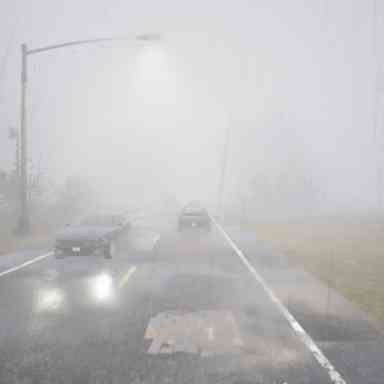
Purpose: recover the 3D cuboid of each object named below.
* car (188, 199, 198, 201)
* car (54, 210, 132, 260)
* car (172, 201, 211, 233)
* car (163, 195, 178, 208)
[{"bbox_3d":[0.180,1.688,47.406,2.128,1.511,4.902,0,0,0],"label":"car"},{"bbox_3d":[-3.576,1.507,12.800,1.882,1.535,5.008,0,0,0],"label":"car"},{"bbox_3d":[0.129,1.548,20.255,2.128,1.511,4.902,0,0,0],"label":"car"},{"bbox_3d":[-3.444,1.486,54.079,2.150,2.045,5.566,0,0,1],"label":"car"}]
